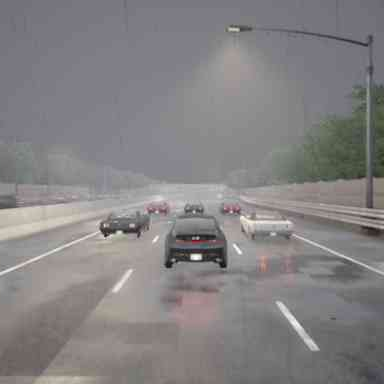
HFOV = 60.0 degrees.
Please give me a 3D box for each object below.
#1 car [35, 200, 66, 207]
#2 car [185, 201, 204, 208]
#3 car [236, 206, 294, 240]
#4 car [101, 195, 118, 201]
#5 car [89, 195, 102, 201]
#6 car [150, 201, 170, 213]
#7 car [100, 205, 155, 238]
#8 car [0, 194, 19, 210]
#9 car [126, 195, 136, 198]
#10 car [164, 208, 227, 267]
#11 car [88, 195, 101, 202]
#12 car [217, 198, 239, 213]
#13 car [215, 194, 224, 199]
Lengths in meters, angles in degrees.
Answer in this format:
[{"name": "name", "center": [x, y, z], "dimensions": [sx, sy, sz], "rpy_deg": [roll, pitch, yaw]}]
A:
[{"name": "car", "center": [-13.967, 1.524, 33.137], "dimensions": [2.033, 1.411, 5.357], "rpy_deg": [0, 0, 1]}, {"name": "car", "center": [0.226, 1.578, 33.631], "dimensions": [1.895, 1.301, 4.718], "rpy_deg": [0, 0, 0]}, {"name": "car", "center": [3.636, 1.589, 17.021], "dimensions": [1.895, 1.301, 4.718], "rpy_deg": [0, 0, 0]}, {"name": "car", "center": [-16.975, 1.484, 70.629], "dimensions": [2.128, 1.511, 4.902], "rpy_deg": [0, 0, 1]}, {"name": "car", "center": [-23.225, 1.428, 79.868], "dimensions": [1.837, 1.490, 4.892], "rpy_deg": [0, 0, -2]}, {"name": "car", "center": [-3.274, 1.578, 33.615], "dimensions": [1.895, 1.301, 4.718], "rpy_deg": [0, 0, 0]}, {"name": "car", "center": [-3.362, 1.588, 17.678], "dimensions": [1.895, 1.301, 4.718], "rpy_deg": [0, 0, 0]}, {"name": "car", "center": [-17.500, 1.200, 29.256], "dimensions": [2.150, 2.045, 5.566], "rpy_deg": [0, 0, 0]}, {"name": "car", "center": [-13.430, 1.415, 73.605], "dimensions": [1.882, 1.535, 5.008], "rpy_deg": [0, 0, 1]}, {"name": "car", "center": [0.118, 1.497, 11.368], "dimensions": [1.837, 1.490, 4.892], "rpy_deg": [0, 0, 0]}, {"name": "car", "center": [-20.474, 1.498, 70.684], "dimensions": [2.033, 1.411, 5.357], "rpy_deg": [0, 0, 1]}, {"name": "car", "center": [3.727, 1.578, 33.608], "dimensions": [1.895, 1.301, 4.718], "rpy_deg": [0, 0, 0]}, {"name": "car", "center": [7.752, 1.352, 91.161], "dimensions": [1.812, 1.442, 4.674], "rpy_deg": [0, 0, 2]}]
